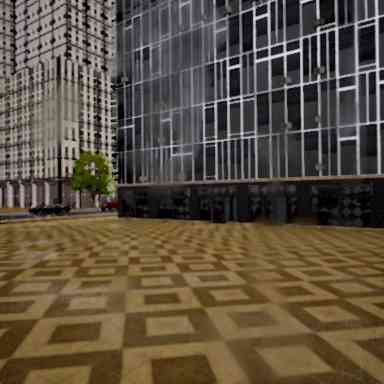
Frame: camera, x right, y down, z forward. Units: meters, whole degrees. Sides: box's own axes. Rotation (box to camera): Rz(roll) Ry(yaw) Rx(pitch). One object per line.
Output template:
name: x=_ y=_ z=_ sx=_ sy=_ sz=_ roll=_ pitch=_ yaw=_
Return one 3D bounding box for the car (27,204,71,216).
car: x=-17.317 y=2.139 z=40.481 sx=1.895 sy=1.301 sz=4.718 roll=-1 pitch=-1 yaw=35

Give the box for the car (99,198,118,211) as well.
car: x=-12.217 y=1.944 z=52.462 sx=2.192 sy=1.841 sz=5.009 roll=-1 pitch=-1 yaw=35
